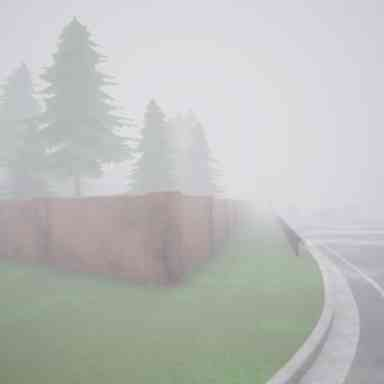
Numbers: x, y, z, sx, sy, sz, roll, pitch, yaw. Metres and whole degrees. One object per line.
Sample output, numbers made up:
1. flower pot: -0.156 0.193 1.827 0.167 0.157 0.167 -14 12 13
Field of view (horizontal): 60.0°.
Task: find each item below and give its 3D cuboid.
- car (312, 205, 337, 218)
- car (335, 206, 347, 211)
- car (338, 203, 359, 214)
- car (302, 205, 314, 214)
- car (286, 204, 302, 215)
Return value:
1. car: 20.150 3.163 50.889 2.033 1.411 5.357 -1 -2 13
2. car: 38.991 4.273 87.026 1.895 1.301 4.718 -1 -2 13
3. car: 30.141 3.158 63.616 2.150 2.045 5.566 -1 -2 13
4. car: 23.536 3.693 66.098 1.994 1.385 4.181 -1 -2 13
5. car: 19.754 3.397 65.267 2.150 2.045 5.566 -1 -2 13
